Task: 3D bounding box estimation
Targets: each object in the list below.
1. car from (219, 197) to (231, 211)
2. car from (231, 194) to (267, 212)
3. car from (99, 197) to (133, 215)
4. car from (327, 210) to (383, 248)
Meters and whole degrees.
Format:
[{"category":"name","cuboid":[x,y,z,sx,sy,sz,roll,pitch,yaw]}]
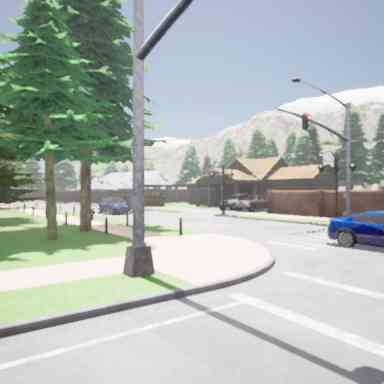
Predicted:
[{"category":"car","cuboid":[4.934,1.124,36.975,3.866,1.878,1.905,0,0,-37]},{"category":"car","cuboid":[6.757,1.121,35.200,4.605,1.855,1.932,0,0,-37]},{"category":"car","cuboid":[-7.513,1.316,32.880,2.097,1.767,4.553,0,0,-37]},{"category":"car","cuboid":[7.714,1.472,12.631,1.882,1.535,5.008,0,0,-38]}]
